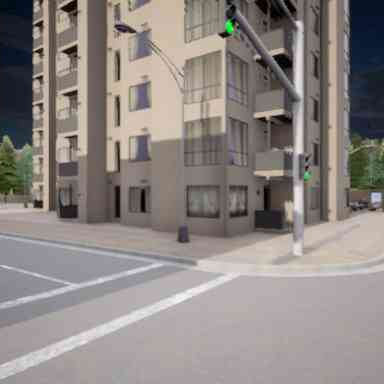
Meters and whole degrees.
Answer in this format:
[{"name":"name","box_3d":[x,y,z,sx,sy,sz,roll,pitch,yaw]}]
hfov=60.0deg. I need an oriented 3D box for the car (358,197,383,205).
[{"name":"car","box_3d":[27.688,1.438,49.857,4.902,1.511,2.128,0,0,38]}]
